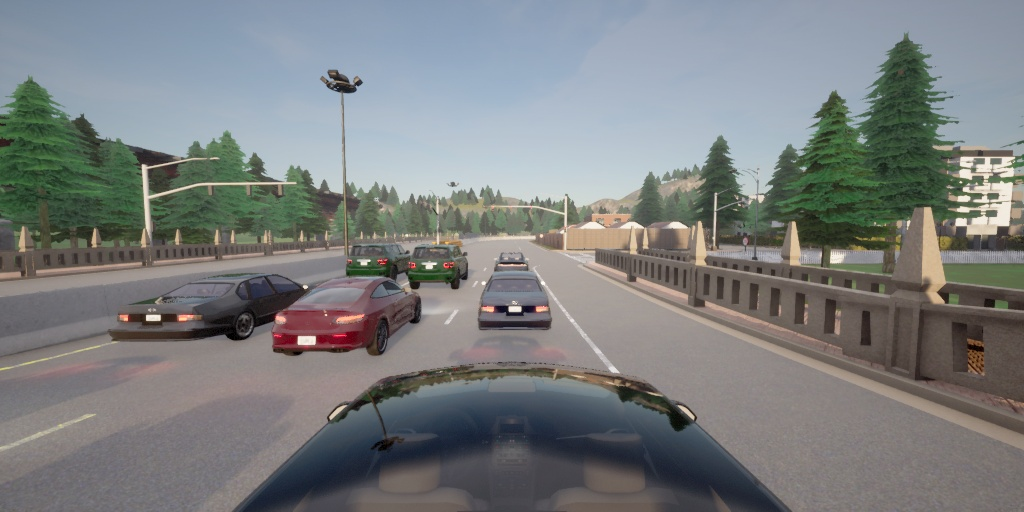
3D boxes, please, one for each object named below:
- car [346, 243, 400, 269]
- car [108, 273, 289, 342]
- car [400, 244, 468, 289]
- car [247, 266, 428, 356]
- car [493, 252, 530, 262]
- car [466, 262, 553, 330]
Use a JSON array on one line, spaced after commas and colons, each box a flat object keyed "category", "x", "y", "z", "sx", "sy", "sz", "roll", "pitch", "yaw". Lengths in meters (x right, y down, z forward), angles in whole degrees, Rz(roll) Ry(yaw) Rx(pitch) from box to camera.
[{"category": "car", "x": -7.020, "y": 0.285, "z": 19.624, "sx": 2.150, "sy": 2.045, "sz": 5.566, "roll": 0, "pitch": 4, "yaw": 0}, {"category": "car", "x": -6.946, "y": 1.156, "z": 9.436, "sx": 2.033, "sy": 1.411, "sz": 5.357, "roll": 0, "pitch": 2, "yaw": 0}, {"category": "car", "x": -3.505, "y": 0.399, "z": 17.798, "sx": 2.150, "sy": 2.045, "sz": 5.566, "roll": 0, "pitch": 4, "yaw": 0}, {"category": "car", "x": -3.440, "y": 1.172, "z": 8.262, "sx": 1.812, "sy": 1.442, "sz": 4.674, "roll": 0, "pitch": 2, "yaw": -1}, {"category": "car", "x": -0.022, "y": 0.529, "z": 20.115, "sx": 2.128, "sy": 1.511, "sz": 4.902, "roll": 0, "pitch": 3, "yaw": 0}, {"category": "car", "x": 0.048, "y": 1.121, "z": 10.419, "sx": 2.033, "sy": 1.411, "sz": 5.357, "roll": 0, "pitch": 2, "yaw": 0}]
